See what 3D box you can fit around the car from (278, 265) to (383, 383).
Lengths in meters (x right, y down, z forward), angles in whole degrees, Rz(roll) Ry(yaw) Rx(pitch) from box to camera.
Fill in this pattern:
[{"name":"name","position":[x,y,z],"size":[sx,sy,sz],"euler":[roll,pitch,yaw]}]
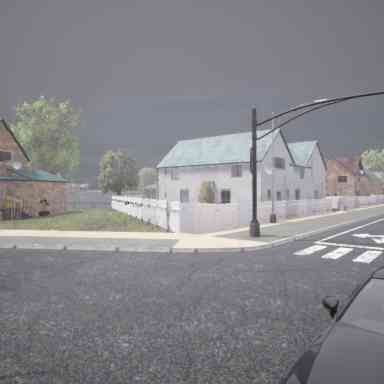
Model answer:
[{"name":"car","position":[2.517,1.524,3.390],"size":[1.812,1.442,4.674],"euler":[0,0,42]}]
